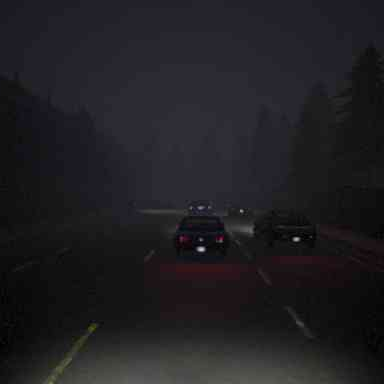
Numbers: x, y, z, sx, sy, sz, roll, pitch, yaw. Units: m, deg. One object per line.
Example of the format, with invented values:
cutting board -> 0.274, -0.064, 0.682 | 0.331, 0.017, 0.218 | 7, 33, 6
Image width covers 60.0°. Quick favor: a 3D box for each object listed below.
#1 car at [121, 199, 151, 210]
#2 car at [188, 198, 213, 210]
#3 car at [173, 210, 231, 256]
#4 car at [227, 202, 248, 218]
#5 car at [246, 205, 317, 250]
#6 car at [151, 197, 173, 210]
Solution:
car -> -7.595, 1.595, 43.466 | 1.895, 1.301, 4.718 | 0, 0, -33
car -> 0.762, 1.376, 29.689 | 2.097, 1.767, 4.553 | 0, 0, 1
car -> 0.370, 1.612, 13.269 | 1.895, 1.301, 4.718 | 0, 0, 2
car -> 4.277, 1.604, 30.356 | 1.994, 1.385, 4.181 | 0, 0, 1
car -> 3.907, 1.520, 14.620 | 2.128, 1.511, 4.902 | 0, 0, 2
car -> -4.141, 1.488, 44.353 | 1.882, 1.535, 5.008 | 1, 0, -28
